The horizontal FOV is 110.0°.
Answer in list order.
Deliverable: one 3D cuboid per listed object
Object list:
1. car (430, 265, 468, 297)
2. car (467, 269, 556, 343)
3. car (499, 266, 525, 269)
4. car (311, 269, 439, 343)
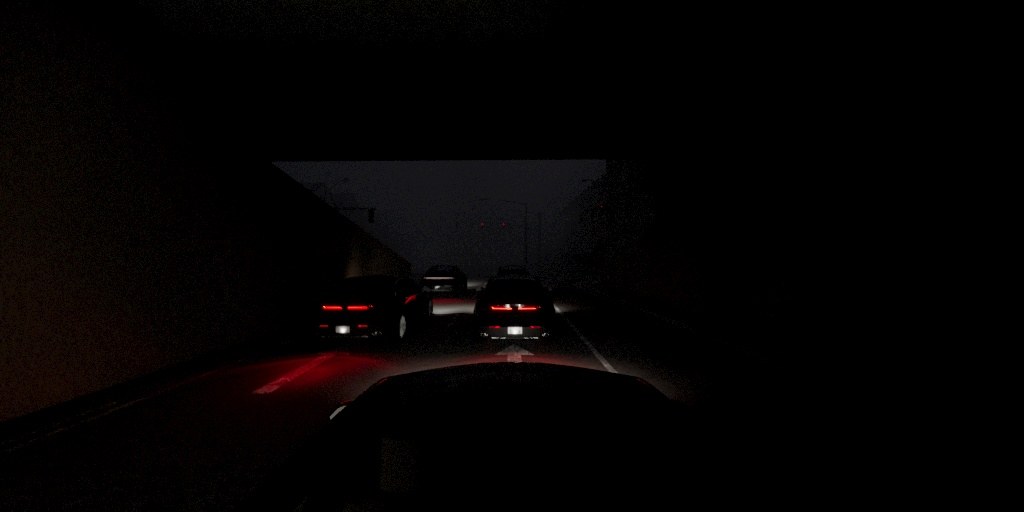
[{"bbox_3d":[-3.488,1.241,19.012,2.128,1.511,4.902,0,0,-1],"label":"car"},{"bbox_3d":[0.051,1.255,9.639,1.837,1.490,4.892,0,0,0],"label":"car"},{"bbox_3d":[0.008,1.255,19.049,1.837,1.490,4.892,0,0,0],"label":"car"},{"bbox_3d":[-3.450,1.254,9.697,1.837,1.490,4.892,0,0,0],"label":"car"}]
